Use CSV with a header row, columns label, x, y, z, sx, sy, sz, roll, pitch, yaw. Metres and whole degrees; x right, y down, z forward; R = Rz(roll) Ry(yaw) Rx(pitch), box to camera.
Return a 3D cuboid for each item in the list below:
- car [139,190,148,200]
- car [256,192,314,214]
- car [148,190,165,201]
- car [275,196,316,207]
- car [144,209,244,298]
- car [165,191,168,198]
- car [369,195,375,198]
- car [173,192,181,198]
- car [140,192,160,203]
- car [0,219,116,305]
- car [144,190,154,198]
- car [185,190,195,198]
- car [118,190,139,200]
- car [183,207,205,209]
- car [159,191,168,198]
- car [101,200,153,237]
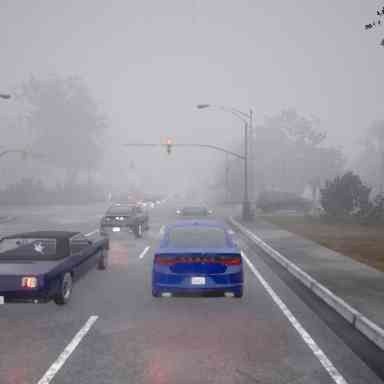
label,x,y,z,sx,sy,sz,roll,pitch,yaw
car,-10.449,0.709,63.428,2.150,2.045,5.566,0,1,0
car,8.945,0.991,31.804,5.566,2.045,2.150,0,1,-3
car,-6.951,0.956,64.262,1.882,1.535,5.008,0,1,0
car,13.299,1.200,42.760,4.674,1.442,1.812,0,1,-3
car,0.116,1.446,8.531,1.882,1.535,5.008,0,0,0
car,-6.968,0.957,74.287,1.895,1.301,4.718,0,1,-1
car,22.488,1.174,43.265,4.892,1.490,1.837,0,1,-3
car,-3.839,0.741,85.603,2.033,1.411,5.357,0,1,-4
car,-6.995,1.127,55.454,1.994,1.385,4.181,0,1,0
car,-3.385,1.573,7.986,1.895,1.301,4.718,0,0,0
car,-10.774,0.445,84.223,2.150,2.045,5.566,0,1,-3
car,-0.322,0.419,85.404,2.150,2.045,5.566,0,1,-4
car,-10.524,0.930,53.845,2.097,1.767,4.553,0,0,1
car,0.130,1.458,17.513,1.994,1.385,4.181,0,0,0
car,-7.284,0.571,84.521,2.097,1.767,4.553,0,1,-3
car,-3.370,1.402,17.237,1.837,1.490,4.892,0,0,0
